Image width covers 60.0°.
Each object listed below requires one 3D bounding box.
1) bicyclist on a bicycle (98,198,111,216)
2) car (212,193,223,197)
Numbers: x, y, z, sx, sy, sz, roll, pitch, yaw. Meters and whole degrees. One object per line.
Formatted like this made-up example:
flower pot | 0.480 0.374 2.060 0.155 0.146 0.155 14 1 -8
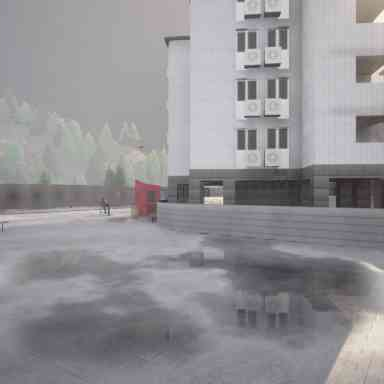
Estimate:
bicyclist on a bicycle | -7.837 1.349 29.750 1.656 1.620 0.582 0 0 36
car | 5.275 1.224 55.317 2.150 2.045 5.566 0 0 35
